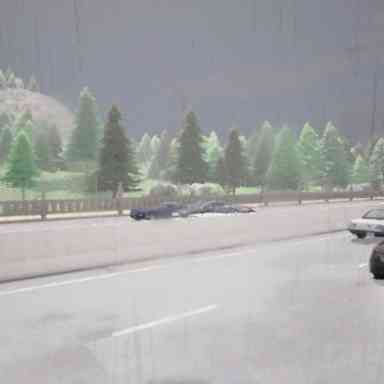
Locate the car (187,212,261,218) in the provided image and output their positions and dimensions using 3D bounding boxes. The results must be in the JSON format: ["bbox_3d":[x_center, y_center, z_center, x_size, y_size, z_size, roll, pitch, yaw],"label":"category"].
[{"bbox_3d":[1.999,1.405,18.348,4.718,1.301,1.895,-1,1,-36],"label":"car"}]

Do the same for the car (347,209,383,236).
[{"bbox_3d":[8.833,1.352,14.385,4.718,1.301,1.895,-1,1,-36],"label":"car"}]

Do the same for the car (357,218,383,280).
[{"bbox_3d":[6.221,1.408,8.210,4.181,1.385,1.994,-1,1,-36],"label":"car"}]
